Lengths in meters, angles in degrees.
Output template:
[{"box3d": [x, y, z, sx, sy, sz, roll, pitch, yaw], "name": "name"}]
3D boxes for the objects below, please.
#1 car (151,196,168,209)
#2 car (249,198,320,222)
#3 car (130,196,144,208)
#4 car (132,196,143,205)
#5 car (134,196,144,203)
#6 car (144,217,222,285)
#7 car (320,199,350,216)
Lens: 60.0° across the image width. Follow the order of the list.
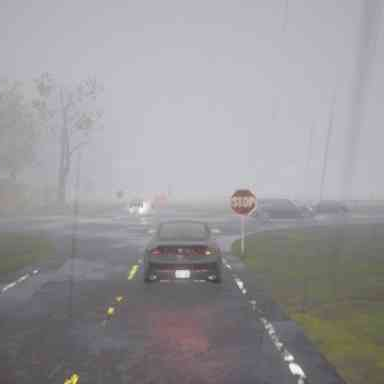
[{"box3d": [-4.353, 1.286, 44.136, 2.097, 1.767, 4.553, 0, 0, -10], "name": "car"}, {"box3d": [6.673, 1.239, 24.849, 4.553, 1.767, 2.097, 0, 0, -5], "name": "car"}, {"box3d": [-7.863, 1.481, 47.336, 2.033, 1.411, 5.357, 0, 0, -8], "name": "car"}, {"box3d": [-9.355, 1.450, 57.362, 1.812, 1.442, 4.674, 0, 0, -8], "name": "car"}, {"box3d": [-10.944, 1.511, 68.545, 1.895, 1.301, 4.718, 0, 0, -8], "name": "car"}, {"box3d": [-0.227, 1.487, 9.462, 1.837, 1.490, 4.892, 0, 0, -1], "name": "car"}, {"box3d": [11.300, 1.360, 29.000, 4.674, 1.442, 1.812, 0, 0, -6], "name": "car"}]
